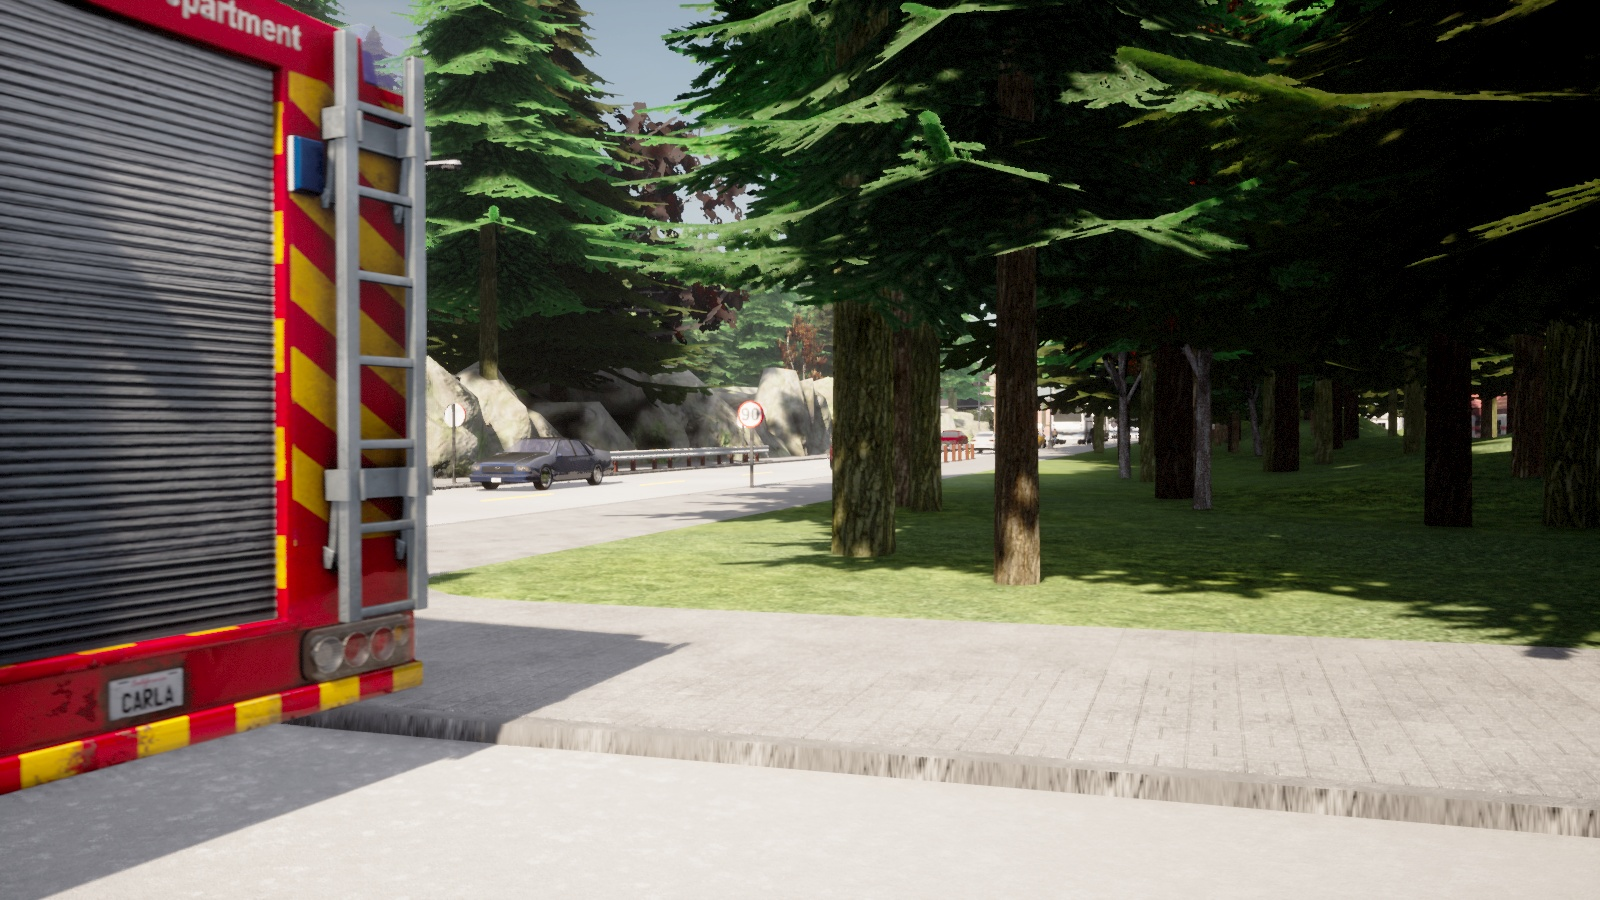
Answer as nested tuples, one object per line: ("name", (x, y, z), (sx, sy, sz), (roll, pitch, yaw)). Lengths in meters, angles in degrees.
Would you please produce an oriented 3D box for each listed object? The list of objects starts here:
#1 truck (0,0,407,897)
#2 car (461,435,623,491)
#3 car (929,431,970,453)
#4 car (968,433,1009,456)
("truck", (-6.294, -0.466, 6.401), (8.468, 3.827, 2.891), (1, 1, 25))
("car", (-7.050, 0.287, 35.022), (2.033, 1.411, 5.357), (1, 1, 18))
("car", (10.648, -0.582, 89.045), (1.882, 1.535, 5.008), (1, 1, 18))
("car", (12.189, -0.398, 80.944), (1.812, 1.442, 4.674), (1, 1, 18))
